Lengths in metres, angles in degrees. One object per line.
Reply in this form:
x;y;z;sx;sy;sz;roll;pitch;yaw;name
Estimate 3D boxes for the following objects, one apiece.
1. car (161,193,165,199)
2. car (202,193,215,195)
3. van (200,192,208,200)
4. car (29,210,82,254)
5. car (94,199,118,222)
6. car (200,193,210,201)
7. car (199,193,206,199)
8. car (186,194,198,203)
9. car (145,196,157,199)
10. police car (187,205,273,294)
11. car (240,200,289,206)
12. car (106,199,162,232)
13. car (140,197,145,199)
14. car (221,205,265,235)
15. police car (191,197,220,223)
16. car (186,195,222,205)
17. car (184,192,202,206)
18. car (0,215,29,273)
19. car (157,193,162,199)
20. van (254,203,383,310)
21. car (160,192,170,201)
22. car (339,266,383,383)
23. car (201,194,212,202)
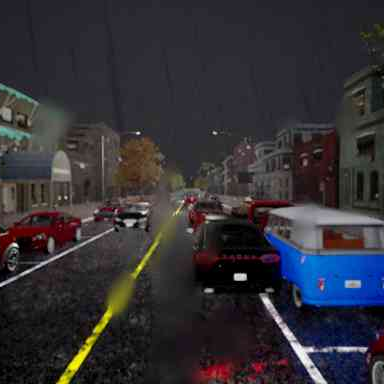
-5.701;1.216;51.780;1.802;1.307;4.206;-1;0;0;car
2.681;1.197;46.403;1.752;1.417;4.829;-1;0;0;car
2.673;0.817;73.974;1.690;1.788;3.998;-1;0;0;van
-5.695;1.453;12.942;1.887;1.381;4.507;-1;0;0;car
-5.698;1.270;24.037;1.967;1.590;4.097;-1;0;0;car
2.676;1.039;68.597;1.752;1.417;4.829;-1;0;0;car
2.674;0.920;85.242;1.752;1.417;4.829;-1;0;0;car
-0.009;1.118;60.670;2.033;1.411;5.357;0;0;0;car
-5.699;1.294;40.683;1.802;1.307;4.206;-1;0;0;car
0.899;1.363;8.784;1.930;1.638;5.238;0;0;0;police car
2.684;1.223;12.944;2.192;1.841;5.009;-1;0;0;car
-3.102;1.357;18.977;2.128;1.511;4.902;0;0;0;car
-5.697;1.335;29.586;1.887;1.381;4.507;-1;0;0;car
2.685;1.451;18.494;1.802;1.307;4.206;-1;0;0;car
0.896;1.250;24.784;1.930;1.638;5.238;0;0;0;police car
0.834;1.220;18.631;2.097;1.767;4.553;0;0;-1;car
0.018;1.022;46.889;2.097;1.767;4.553;0;1;1;car
-5.695;1.387;7.393;1.967;1.590;4.097;-1;0;0;car
-5.701;1.224;46.231;2.008;1.369;4.403;-1;0;0;car
2.684;1.288;7.395;1.690;1.788;3.998;-1;0;0;van
-5.706;0.830;68.422;2.192;1.841;5.009;-1;0;0;car
2.688;1.568;1.849;1.802;1.307;4.206;-1;0;0;car
2.677;1.137;62.879;1.802;1.307;4.206;-1;0;0;car
